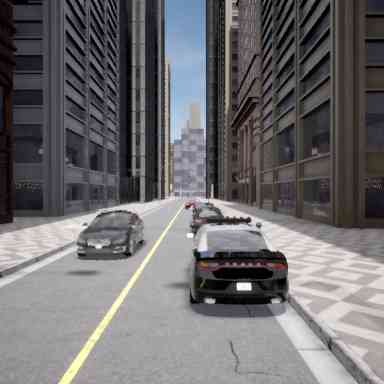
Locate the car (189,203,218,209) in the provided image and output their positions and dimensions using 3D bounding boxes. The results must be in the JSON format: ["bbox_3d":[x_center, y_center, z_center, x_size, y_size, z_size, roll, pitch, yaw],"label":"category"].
[{"bbox_3d":[0.896,1.535,18.210,1.812,1.442,4.674,0,0,0],"label":"car"}]

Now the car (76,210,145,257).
[{"bbox_3d":[-3.004,1.509,13.106,1.837,1.490,4.892,0,0,0],"label":"car"}]

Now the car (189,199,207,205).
[{"bbox_3d":[0.895,1.521,24.210,1.837,1.490,4.892,0,0,0],"label":"car"}]

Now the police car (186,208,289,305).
[{"bbox_3d":[0.898,1.427,8.319,1.930,1.638,5.238,0,0,0],"label":"police car"}]

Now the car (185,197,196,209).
[{"bbox_3d":[0.028,1.650,45.964,1.895,1.301,4.718,0,0,0],"label":"car"}]

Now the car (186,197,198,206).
[{"bbox_3d":[-0.009,1.645,58.988,1.994,1.385,4.181,0,0,0],"label":"car"}]
